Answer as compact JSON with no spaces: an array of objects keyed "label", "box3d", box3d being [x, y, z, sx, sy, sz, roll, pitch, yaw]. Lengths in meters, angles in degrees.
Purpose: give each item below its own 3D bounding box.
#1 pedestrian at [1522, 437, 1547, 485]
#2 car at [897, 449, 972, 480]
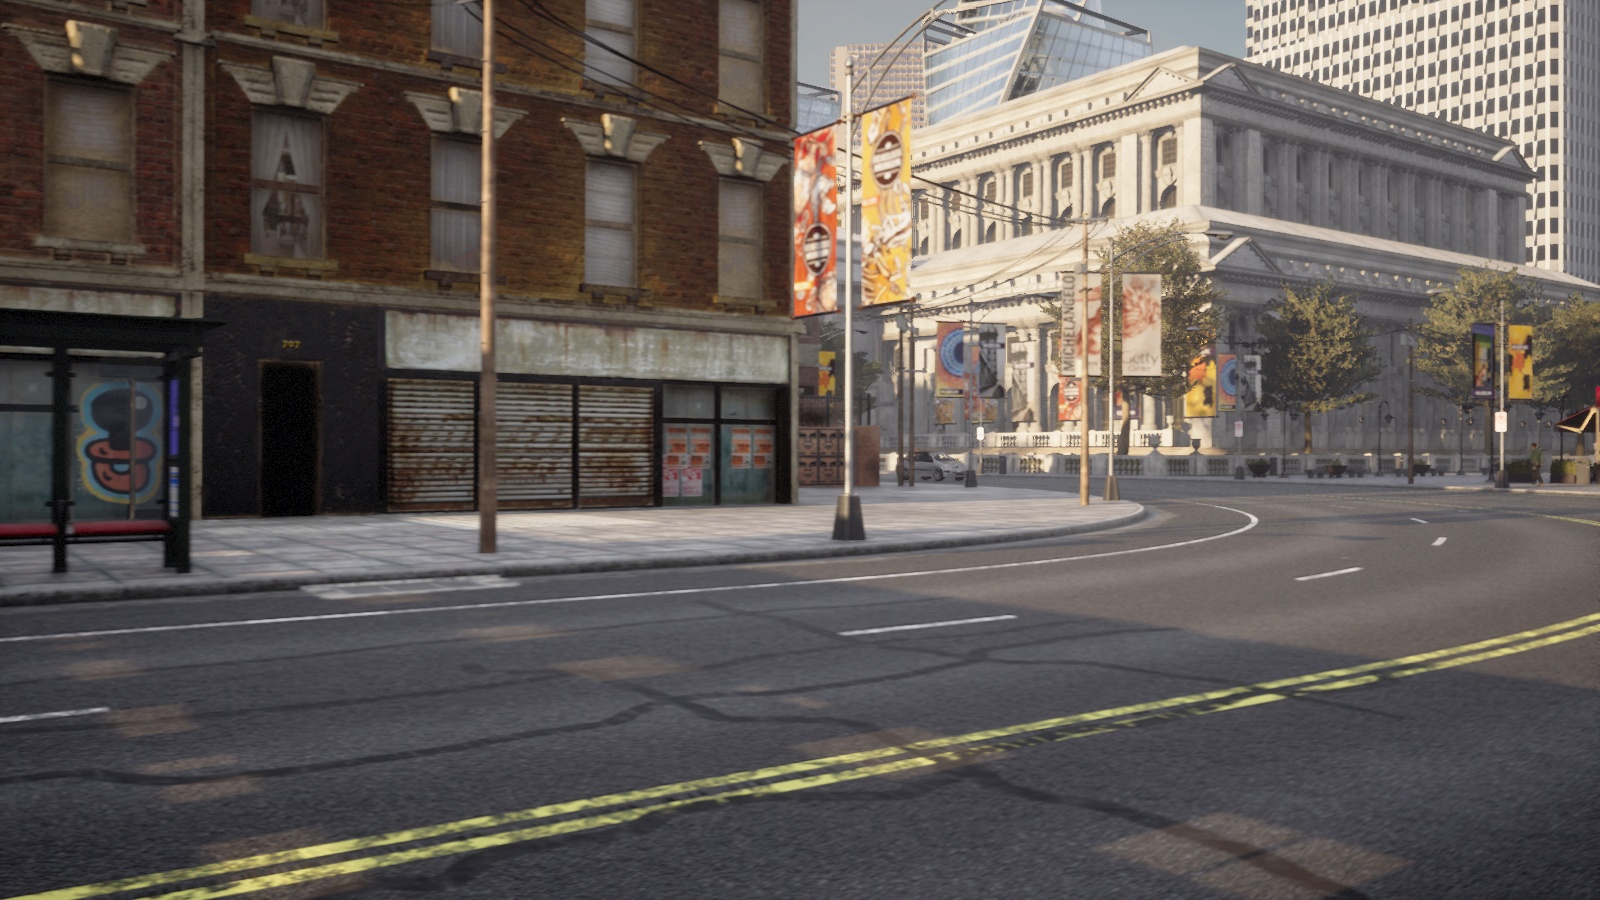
[{"label":"pedestrian","box3d":[29.979,0.455,51.254,0.423,1.949,0.788,0,0,-18]},{"label":"car","box3d":[7.235,0.787,67.650,1.851,1.617,3.988,0,0,-35]}]
